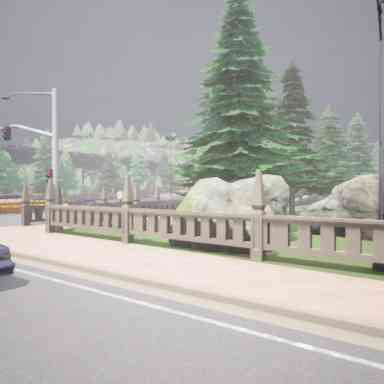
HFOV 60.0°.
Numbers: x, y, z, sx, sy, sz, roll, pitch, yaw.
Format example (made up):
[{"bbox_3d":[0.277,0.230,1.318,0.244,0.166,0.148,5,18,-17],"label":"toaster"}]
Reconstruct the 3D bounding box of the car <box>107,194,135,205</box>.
[{"bbox_3d":[-12.546,1.291,58.816,2.097,1.767,4.553,0,2,36],"label":"car"}]

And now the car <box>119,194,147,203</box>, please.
[{"bbox_3d":[-11.638,1.211,66.035,2.033,1.411,5.357,0,3,36],"label":"car"}]

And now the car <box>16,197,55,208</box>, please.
[{"bbox_3d":[-23.338,1.584,49.769,1.837,1.490,4.892,0,0,36],"label":"car"}]

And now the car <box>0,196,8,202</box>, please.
[{"bbox_3d":[-23.864,1.559,37.065,2.128,1.511,4.902,0,0,36],"label":"car"}]

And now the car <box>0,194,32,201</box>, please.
[{"bbox_3d":[-24.116,1.295,42.701,2.150,2.045,5.566,0,0,36],"label":"car"}]

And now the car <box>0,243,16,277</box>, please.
[{"bbox_3d":[-6.774,1.565,8.800,5.357,1.411,2.033,0,0,36],"label":"car"}]

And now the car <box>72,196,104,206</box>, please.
[{"bbox_3d":[-17.854,1.536,57.416,2.128,1.511,4.902,0,1,36],"label":"car"}]

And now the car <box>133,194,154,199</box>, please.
[{"bbox_3d":[-8.587,1.358,58.323,2.128,1.511,4.902,0,2,36],"label":"car"}]

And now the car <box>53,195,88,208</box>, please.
[{"bbox_3d":[-18.449,1.426,50.578,2.097,1.767,4.553,0,0,35],"label":"car"}]

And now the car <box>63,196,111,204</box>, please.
[{"bbox_3d":[-12.659,1.560,40.296,1.837,1.490,4.892,0,0,36],"label":"car"}]

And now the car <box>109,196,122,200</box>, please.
[{"bbox_3d":[-12.963,1.402,52.224,2.097,1.767,4.553,0,1,36],"label":"car"}]

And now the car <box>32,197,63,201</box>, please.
[{"bbox_3d":[-18.309,1.546,44.776,1.882,1.535,5.008,0,0,36],"label":"car"}]
